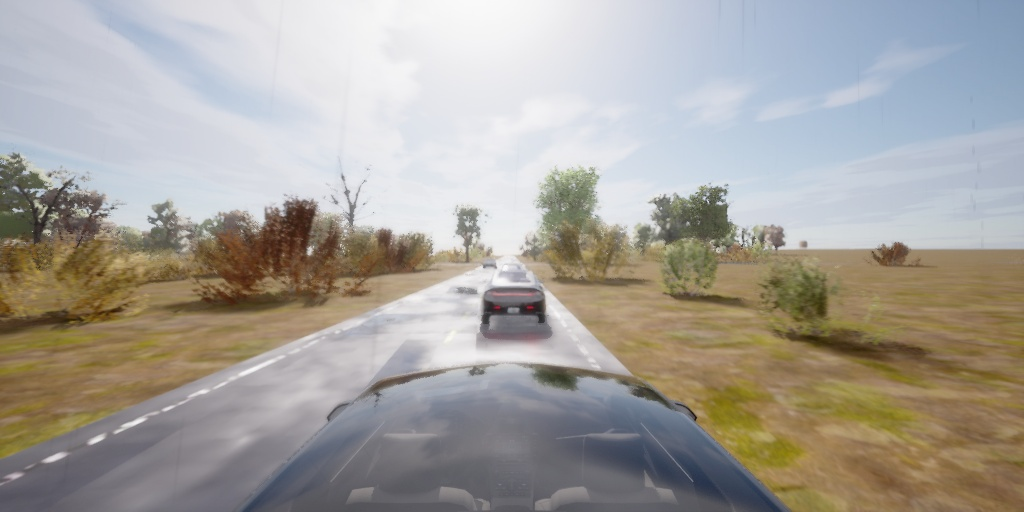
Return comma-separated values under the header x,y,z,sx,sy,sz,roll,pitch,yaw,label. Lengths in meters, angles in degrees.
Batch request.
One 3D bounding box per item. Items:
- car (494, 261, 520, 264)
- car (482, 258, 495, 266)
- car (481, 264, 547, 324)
x,y,z,sx,sy,sz,roll,pitch,yaw,label
0.043,1.189,24.626,2.033,1.411,5.357,0,0,1,car
-3.070,1.031,49.805,1.812,1.442,4.674,0,0,0,car
0.059,1.195,11.725,2.128,1.511,4.902,0,0,0,car
